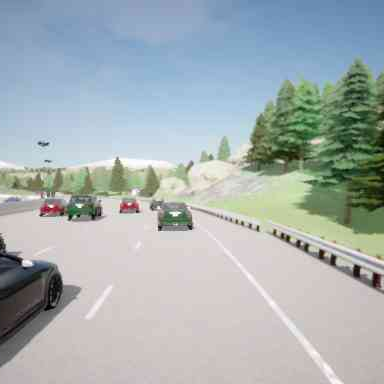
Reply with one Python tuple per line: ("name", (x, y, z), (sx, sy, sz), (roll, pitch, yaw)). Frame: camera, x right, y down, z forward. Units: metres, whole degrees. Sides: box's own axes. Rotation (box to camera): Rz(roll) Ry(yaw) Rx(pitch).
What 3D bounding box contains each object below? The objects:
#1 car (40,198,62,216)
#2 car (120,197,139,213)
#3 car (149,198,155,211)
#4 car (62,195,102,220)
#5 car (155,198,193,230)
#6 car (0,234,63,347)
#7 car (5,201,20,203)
("car", (-13.326, 1.378, 32.785), (2.097, 1.767, 4.553), (0, 0, -9))
("car", (-7.164, 1.366, 38.034), (2.097, 1.767, 4.553), (0, 0, -11))
("car", (-4.346, 1.501, 41.926), (2.128, 1.511, 4.902), (0, 0, -11))
("car", (-9.060, 1.239, 28.348), (2.150, 2.045, 5.566), (0, 0, -8))
("car", (-1.188, 1.355, 21.470), (2.097, 1.767, 4.553), (0, 0, -6))
("car", (-3.573, 1.571, 5.106), (1.994, 1.385, 4.181), (0, 0, -2))
("car", (-29.325, 1.532, 54.779), (1.882, 1.535, 5.008), (0, 0, -16))
